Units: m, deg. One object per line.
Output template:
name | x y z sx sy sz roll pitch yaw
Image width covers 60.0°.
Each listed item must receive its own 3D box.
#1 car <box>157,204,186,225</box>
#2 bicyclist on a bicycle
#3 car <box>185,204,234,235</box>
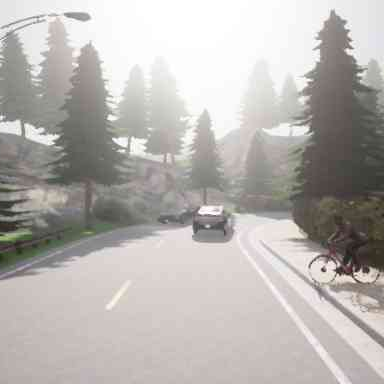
car | -0.598 1.601 25.046 2.033 1.411 5.357 0 0 25
bicyclist on a bicycle | 3.495 1.328 7.620 1.656 1.620 0.582 0 0 1
car | 1.305 1.534 19.311 2.128 1.511 4.902 0 0 12
